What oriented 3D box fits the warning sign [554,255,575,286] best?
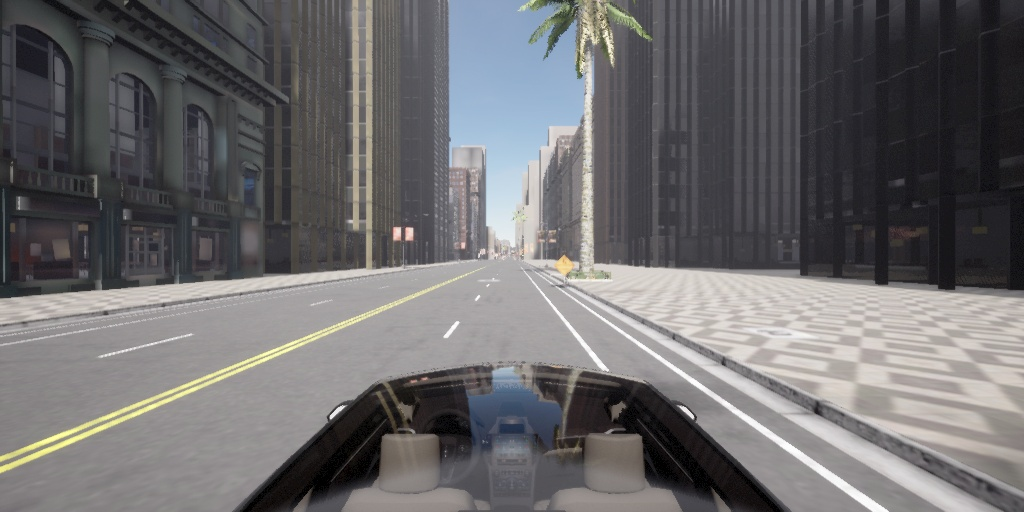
[{"bbox_3d":[3.225,0.862,22.112,1.300,1.860,1.060,0,0,0],"label":"warning sign"}]
